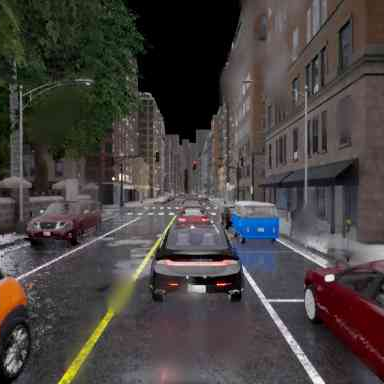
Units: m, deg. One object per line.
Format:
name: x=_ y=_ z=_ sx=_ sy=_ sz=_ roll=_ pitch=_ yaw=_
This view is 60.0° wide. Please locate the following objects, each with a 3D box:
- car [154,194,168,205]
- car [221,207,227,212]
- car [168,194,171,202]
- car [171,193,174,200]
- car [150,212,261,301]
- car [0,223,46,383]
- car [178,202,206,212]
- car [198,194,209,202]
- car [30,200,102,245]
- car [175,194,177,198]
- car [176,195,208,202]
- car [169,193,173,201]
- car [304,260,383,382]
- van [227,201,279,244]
car: x=-5.710 y=1.481 z=59.060 sx=1.752 sy=1.417 sz=4.829 roll=0 pitch=0 yaw=0
car: x=2.841 y=1.558 z=21.247 sx=1.947 sy=1.339 sz=4.313 roll=0 pitch=0 yaw=0
car: x=-5.713 y=1.502 z=64.680 sx=2.008 sy=1.369 sz=4.403 roll=0 pitch=0 yaw=0
car: x=-5.721 y=1.492 z=75.582 sx=1.887 sy=1.381 sz=4.507 roll=0 pitch=0 yaw=0
car: x=0.094 y=1.490 z=8.274 sx=2.128 sy=1.511 sz=4.902 roll=0 pitch=0 yaw=0
car: x=-3.101 y=1.352 z=2.324 sx=2.097 sy=1.767 sz=4.553 roll=0 pitch=0 yaw=0
car: x=0.091 y=1.519 z=18.536 sx=1.812 sy=1.442 sz=4.674 roll=0 pitch=0 yaw=0
car: x=2.803 y=1.388 z=75.624 sx=1.967 sy=1.590 sz=4.097 roll=0 pitch=0 yaw=0
car: x=-5.680 y=1.310 z=15.541 sx=2.192 sy=1.841 sz=5.009 roll=0 pitch=0 yaw=0
car: x=-5.728 y=1.497 z=86.483 sx=2.008 sy=1.369 sz=4.403 roll=0 pitch=0 yaw=0
car: x=0.030 y=1.339 z=27.493 sx=2.097 sy=1.767 sz=4.553 roll=0 pitch=0 yaw=2
car: x=-5.717 y=1.494 z=70.131 sx=1.887 sy=1.381 sz=4.507 roll=0 pitch=0 yaw=0
car: x=2.853 y=1.544 z=4.266 sx=1.887 sy=1.381 sz=4.507 roll=0 pitch=0 yaw=0
van: x=2.845 y=1.336 z=15.586 sx=1.690 sy=1.788 sz=3.998 roll=0 pitch=0 yaw=0
